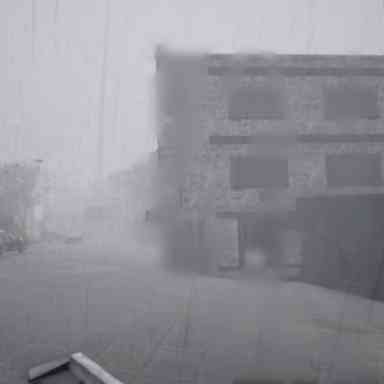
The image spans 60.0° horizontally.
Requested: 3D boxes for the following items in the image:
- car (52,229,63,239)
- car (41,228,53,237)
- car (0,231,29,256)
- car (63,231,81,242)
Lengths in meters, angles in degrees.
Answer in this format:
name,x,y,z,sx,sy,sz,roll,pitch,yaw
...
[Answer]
name,x,y,z,sx,sy,sz,roll,pitch,yaw
car,-23.494,7.729,60.421,1.994,1.385,4.181,0,-5,-32
car,-30.156,8.384,69.747,2.097,1.767,4.553,0,-3,-39
car,-11.665,3.084,19.984,2.033,1.411,5.357,-1,-6,-7
car,-16.309,6.079,45.940,2.033,1.411,5.357,-1,-6,-20
